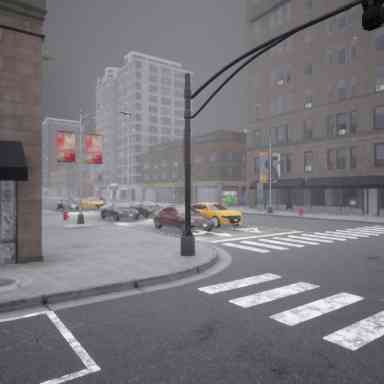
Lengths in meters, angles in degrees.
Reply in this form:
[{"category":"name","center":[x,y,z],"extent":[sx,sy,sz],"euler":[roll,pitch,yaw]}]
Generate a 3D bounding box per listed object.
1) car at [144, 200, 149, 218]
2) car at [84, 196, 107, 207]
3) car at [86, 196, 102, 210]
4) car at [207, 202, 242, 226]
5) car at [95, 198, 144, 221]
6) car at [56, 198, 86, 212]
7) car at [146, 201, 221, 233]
[{"category":"car","center":[-4.178,1.485,30.065],"extent":[1.812,1.442,4.674],"euler":[0,0,-36]},{"category":"car","center":[-14.791,1.426,50.643],"extent":[1.837,1.490,4.892],"euler":[0,0,-36]},{"category":"car","center":[-12.298,1.417,41.324],"extent":[1.882,1.535,5.008],"euler":[0,0,-36]},{"category":"car","center":[1.265,1.451,22.502],"extent":[1.882,1.535,5.008],"euler":[0,0,-35]},{"category":"car","center":[-5.967,1.492,26.989],"extent":[1.812,1.442,4.674],"euler":[0,0,-36]},{"category":"car","center":[-14.479,1.434,38.789],"extent":[2.128,1.511,4.902],"euler":[0,0,-36]},{"category":"car","center":[-0.646,1.505,19.615],"extent":[1.812,1.442,4.674],"euler":[0,0,-35]}]
